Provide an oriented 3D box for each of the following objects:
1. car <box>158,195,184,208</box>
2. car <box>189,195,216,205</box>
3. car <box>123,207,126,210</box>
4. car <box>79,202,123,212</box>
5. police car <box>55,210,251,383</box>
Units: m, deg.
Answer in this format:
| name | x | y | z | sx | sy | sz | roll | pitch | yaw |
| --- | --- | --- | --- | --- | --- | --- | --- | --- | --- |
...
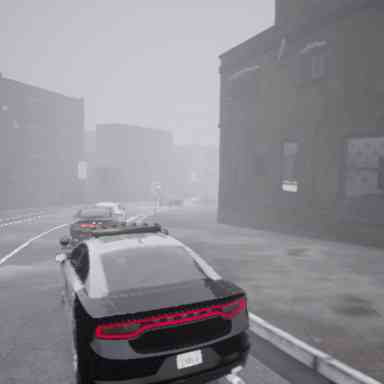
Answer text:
| name | x | y | z | sx | sy | sz | roll | pitch | yaw |
| --- | --- | --- | --- | --- | --- | --- | --- | --- | --- |
| car | -2.692 | 1.162 | 43.287 | 2.128 | 1.511 | 4.902 | 3 | 1 | 22 |
| car | 1.736 | 1.213 | 52.241 | 2.033 | 1.411 | 5.357 | 4 | 2 | 35 |
| car | -5.034 | 1.336 | 19.926 | 1.812 | 1.442 | 4.674 | 0 | 0 | -6 |
| car | -4.080 | 1.361 | 14.321 | 1.837 | 1.490 | 4.892 | 0 | 0 | -13 |
| police car | -1.097 | 1.345 | 5.457 | 1.930 | 1.638 | 5.238 | -1 | 1 | -24 |
